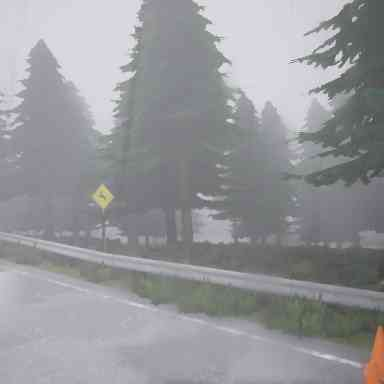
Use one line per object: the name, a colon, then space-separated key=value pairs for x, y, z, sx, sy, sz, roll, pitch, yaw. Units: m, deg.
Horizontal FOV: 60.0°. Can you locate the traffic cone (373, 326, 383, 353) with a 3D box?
traffic cone: x=2.327 y=1.956 z=4.109 sx=0.340 sy=0.580 sz=0.340 roll=0 pitch=0 yaw=34

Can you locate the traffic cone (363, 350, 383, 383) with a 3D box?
traffic cone: x=1.783 y=1.956 z=3.273 sx=0.340 sy=0.580 sz=0.340 roll=0 pitch=0 yaw=33
